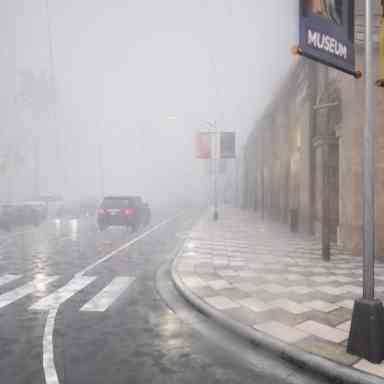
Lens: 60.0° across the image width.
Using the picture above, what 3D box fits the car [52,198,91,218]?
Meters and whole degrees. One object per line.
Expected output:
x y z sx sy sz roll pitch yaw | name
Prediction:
-10.482 1.526 30.218 1.812 1.442 4.674 0 0 5 | car

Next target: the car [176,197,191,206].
-1.364 1.551 54.460 2.033 1.411 5.357 0 0 7 | car

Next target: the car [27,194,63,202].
-13.919 1.221 31.227 2.150 2.045 5.566 0 0 4 | car

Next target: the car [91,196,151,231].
-4.063 1.262 20.705 2.150 2.045 5.566 0 0 4 | car

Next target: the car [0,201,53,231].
-11.173 1.547 20.815 2.033 1.411 5.357 0 0 4 | car

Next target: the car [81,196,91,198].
-13.089 1.352 41.519 2.097 1.767 4.553 0 0 5 | car

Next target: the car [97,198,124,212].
-9.692 1.526 40.076 1.812 1.442 4.674 0 0 5 | car
